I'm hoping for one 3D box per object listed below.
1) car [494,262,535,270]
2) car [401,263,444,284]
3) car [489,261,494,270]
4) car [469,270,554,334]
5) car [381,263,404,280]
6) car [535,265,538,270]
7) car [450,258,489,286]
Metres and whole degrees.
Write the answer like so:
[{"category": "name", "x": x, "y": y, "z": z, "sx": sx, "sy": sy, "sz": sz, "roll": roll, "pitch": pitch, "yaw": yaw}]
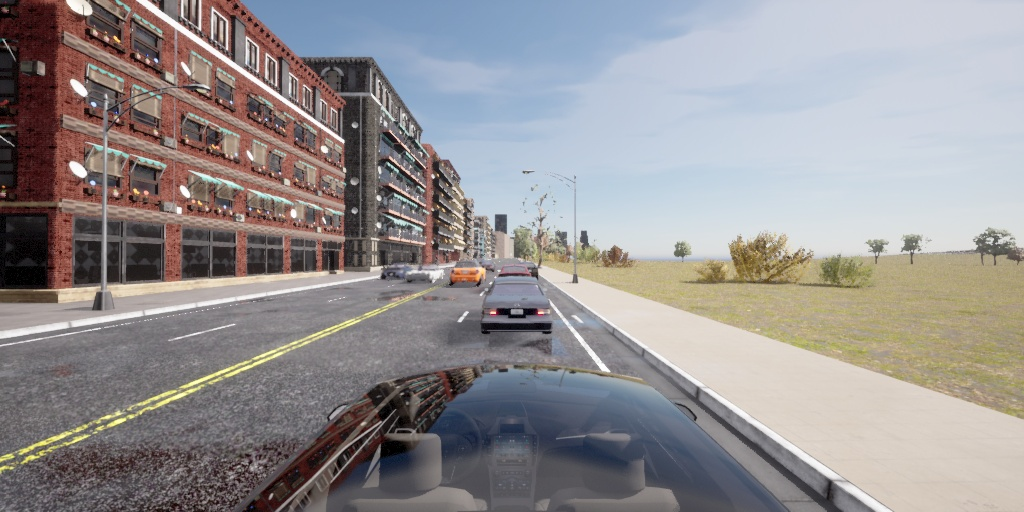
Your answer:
[{"category": "car", "x": 0.147, "y": 1.231, "z": 21.097, "sx": 1.882, "sy": 1.535, "sz": 5.008, "roll": 0, "pitch": 0, "yaw": 0}, {"category": "car", "x": -6.541, "y": 1.354, "z": 27.143, "sx": 1.895, "sy": 1.301, "sz": 4.718, "roll": 0, "pitch": 0, "yaw": 0}, {"category": "car", "x": -3.046, "y": 1.300, "z": 45.184, "sx": 2.033, "sy": 1.411, "sz": 5.357, "roll": 0, "pitch": 0, "yaw": 0}, {"category": "car", "x": 0.119, "y": 1.299, "z": 10.557, "sx": 2.033, "sy": 1.411, "sz": 5.357, "roll": 0, "pitch": 0, "yaw": 0}, {"category": "car", "x": -9.782, "y": 1.318, "z": 31.039, "sx": 1.994, "sy": 1.385, "sz": 4.181, "roll": 0, "pitch": 0, "yaw": 0}, {"category": "car", "x": 1.204, "y": 1.232, "z": 30.534, "sx": 1.882, "sy": 1.535, "sz": 5.008, "roll": 0, "pitch": 0, "yaw": 0}, {"category": "car", "x": -3.093, "y": 1.106, "z": 25.850, "sx": 2.097, "sy": 1.767, "sz": 4.553, "roll": 0, "pitch": 0, "yaw": 0}]
